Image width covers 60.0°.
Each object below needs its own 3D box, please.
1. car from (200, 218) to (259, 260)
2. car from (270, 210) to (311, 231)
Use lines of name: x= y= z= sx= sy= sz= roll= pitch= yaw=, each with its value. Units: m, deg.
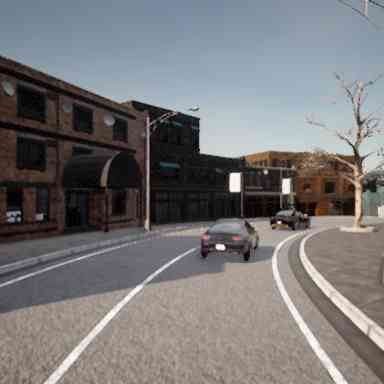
car: x=1.634 y=1.800 z=13.694 sx=1.812 sy=1.442 sz=4.674 roll=0 pitch=-2 yaw=16
car: x=7.942 y=2.173 z=26.661 sx=1.882 sy=1.535 sz=5.008 roll=0 pitch=-2 yaw=37
